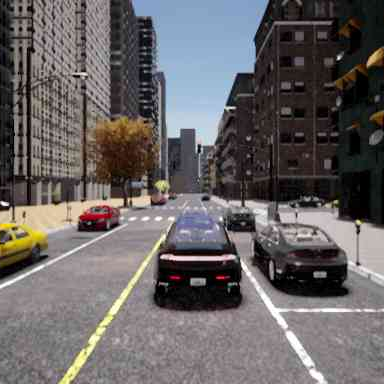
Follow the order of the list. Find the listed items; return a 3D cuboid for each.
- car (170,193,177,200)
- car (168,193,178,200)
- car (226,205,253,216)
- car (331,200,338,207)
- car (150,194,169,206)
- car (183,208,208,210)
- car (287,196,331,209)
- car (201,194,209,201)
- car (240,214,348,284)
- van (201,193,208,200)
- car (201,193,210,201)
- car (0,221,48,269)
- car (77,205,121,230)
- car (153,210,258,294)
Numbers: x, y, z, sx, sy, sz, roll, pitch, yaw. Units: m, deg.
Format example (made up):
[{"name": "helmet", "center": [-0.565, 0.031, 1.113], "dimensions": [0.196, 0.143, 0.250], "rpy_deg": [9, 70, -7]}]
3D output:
[{"name": "car", "center": [-5.227, 1.366, 85.892], "dimensions": [1.947, 1.339, 4.313], "rpy_deg": [0, 0, 0]}, {"name": "car", "center": [-5.197, 1.108, 91.413], "dimensions": [2.192, 1.841, 5.009], "rpy_deg": [0, 0, 0]}, {"name": "car", "center": [2.797, 1.488, 20.321], "dimensions": [2.008, 1.369, 4.403], "rpy_deg": [0, 0, 0]}, {"name": "car", "center": [19.036, 1.127, 39.692], "dimensions": [4.829, 1.417, 1.752], "rpy_deg": [-1, 1, 0]}, {"name": "car", "center": [-5.408, 1.175, 52.754], "dimensions": [2.192, 1.841, 5.009], "rpy_deg": [0, 0, 0]}, {"name": "car", "center": [0.177, 1.542, 18.776], "dimensions": [1.895, 1.301, 4.718], "rpy_deg": [0, 0, 1]}, {"name": "car", "center": [13.639, 1.227, 39.668], "dimensions": [4.403, 1.369, 2.008], "rpy_deg": [-1, 1, 0]}, {"name": "car", "center": [3.125, 1.333, 80.492], "dimensions": [1.752, 1.417, 4.829], "rpy_deg": [0, 0, 0]}, {"name": "car", "center": [2.737, 1.520, 9.255], "dimensions": [2.008, 1.369, 4.403], "rpy_deg": [0, 0, 0]}, {"name": "van", "center": [3.153, 1.141, 85.845], "dimensions": [1.690, 1.788, 3.998], "rpy_deg": [0, 0, 0]}, {"name": "car", "center": [3.094, 1.383, 74.800], "dimensions": [1.947, 1.339, 4.313], "rpy_deg": [0, 0, 0]}, {"name": "car", "center": [-5.644, 1.496, 9.131], "dimensions": [1.752, 1.417, 4.829], "rpy_deg": [0, 0, 0]}, {"name": "car", "center": [-5.583, 1.482, 20.367], "dimensions": [1.887, 1.381, 4.507], "rpy_deg": [0, 0, 0]}, {"name": "car", "center": [0.135, 1.463, 8.659], "dimensions": [2.128, 1.511, 4.902], "rpy_deg": [0, 0, 0]}]
